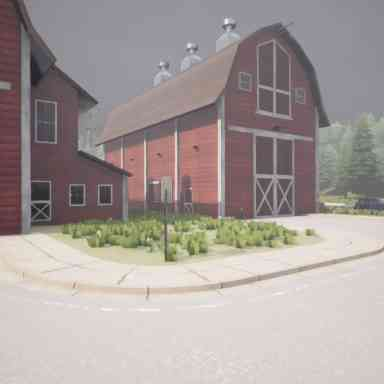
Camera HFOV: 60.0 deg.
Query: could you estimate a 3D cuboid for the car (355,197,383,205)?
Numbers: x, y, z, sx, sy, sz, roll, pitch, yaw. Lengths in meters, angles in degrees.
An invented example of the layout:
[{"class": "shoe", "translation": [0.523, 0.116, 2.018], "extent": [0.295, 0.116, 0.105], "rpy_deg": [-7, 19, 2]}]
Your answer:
[{"class": "car", "translation": [20.146, 1.387, 36.101], "extent": [2.097, 1.767, 4.553], "rpy_deg": [0, 0, -34]}]
